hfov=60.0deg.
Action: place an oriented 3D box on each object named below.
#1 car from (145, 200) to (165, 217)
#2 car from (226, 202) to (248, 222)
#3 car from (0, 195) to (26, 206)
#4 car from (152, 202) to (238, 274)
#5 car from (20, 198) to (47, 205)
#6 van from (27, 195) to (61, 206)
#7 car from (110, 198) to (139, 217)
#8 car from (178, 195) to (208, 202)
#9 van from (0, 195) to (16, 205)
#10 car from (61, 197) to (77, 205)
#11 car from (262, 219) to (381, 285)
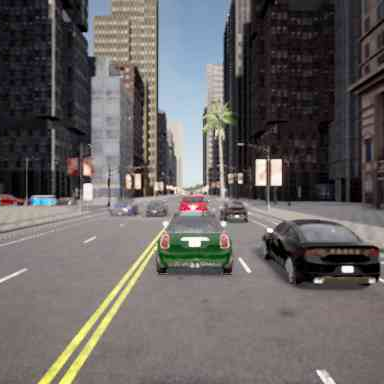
[{"bbox_3d":[-3.330,1.570,31.784,1.837,1.490,4.892,0,-1,0],"label":"car"},{"bbox_3d":[3.342,1.558,27.068,1.837,1.490,4.892,0,0,0],"label":"car"},{"bbox_3d":[-29.228,1.389,52.896,5.009,1.841,2.192,0,0,0],"label":"car"},{"bbox_3d":[0.083,1.374,10.826,2.097,1.767,4.553,0,0,0],"label":"car"},{"bbox_3d":[-29.230,1.698,61.419,4.206,1.307,1.802,0,0,0],"label":"car"},{"bbox_3d":[-23.550,1.419,52.895,3.998,1.788,1.690,0,0,0],"label":"van"},{"bbox_3d":[-6.576,1.416,32.584,2.097,1.767,4.553,0,0,0],"label":"car"},{"bbox_3d":[0.094,1.269,25.765,2.150,2.045,5.566,0,-1,0],"label":"car"},{"bbox_3d":[-34.908,1.454,61.420,3.998,1.788,1.690,0,0,0],"label":"van"},{"bbox_3d":[-23.552,1.671,61.419,4.403,1.369,2.008,0,0,0],"label":"car"},{"bbox_3d":[3.330,1.497,9.574,1.882,1.535,5.008,0,0,0],"label":"car"}]
